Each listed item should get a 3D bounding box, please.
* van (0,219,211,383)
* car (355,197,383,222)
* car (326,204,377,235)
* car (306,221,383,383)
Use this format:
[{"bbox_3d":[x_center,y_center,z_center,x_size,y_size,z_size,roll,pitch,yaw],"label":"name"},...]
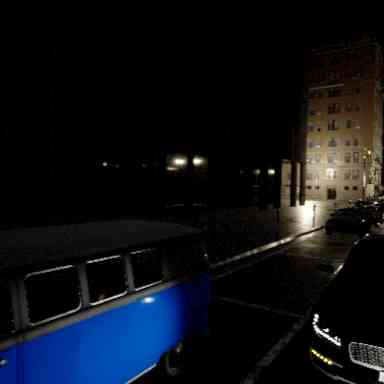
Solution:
[{"bbox_3d":[-1.381,1.247,3.248,1.690,1.788,3.998,2,1,34],"label":"van"},{"bbox_3d":[11.363,1.356,21.865,1.967,1.590,4.097,2,1,34],"label":"car"},{"bbox_3d":[8.172,1.497,17.212,1.802,1.307,4.206,2,1,34],"label":"car"},{"bbox_3d":[3.222,1.494,5.093,1.837,1.490,4.892,2,1,34],"label":"car"}]
